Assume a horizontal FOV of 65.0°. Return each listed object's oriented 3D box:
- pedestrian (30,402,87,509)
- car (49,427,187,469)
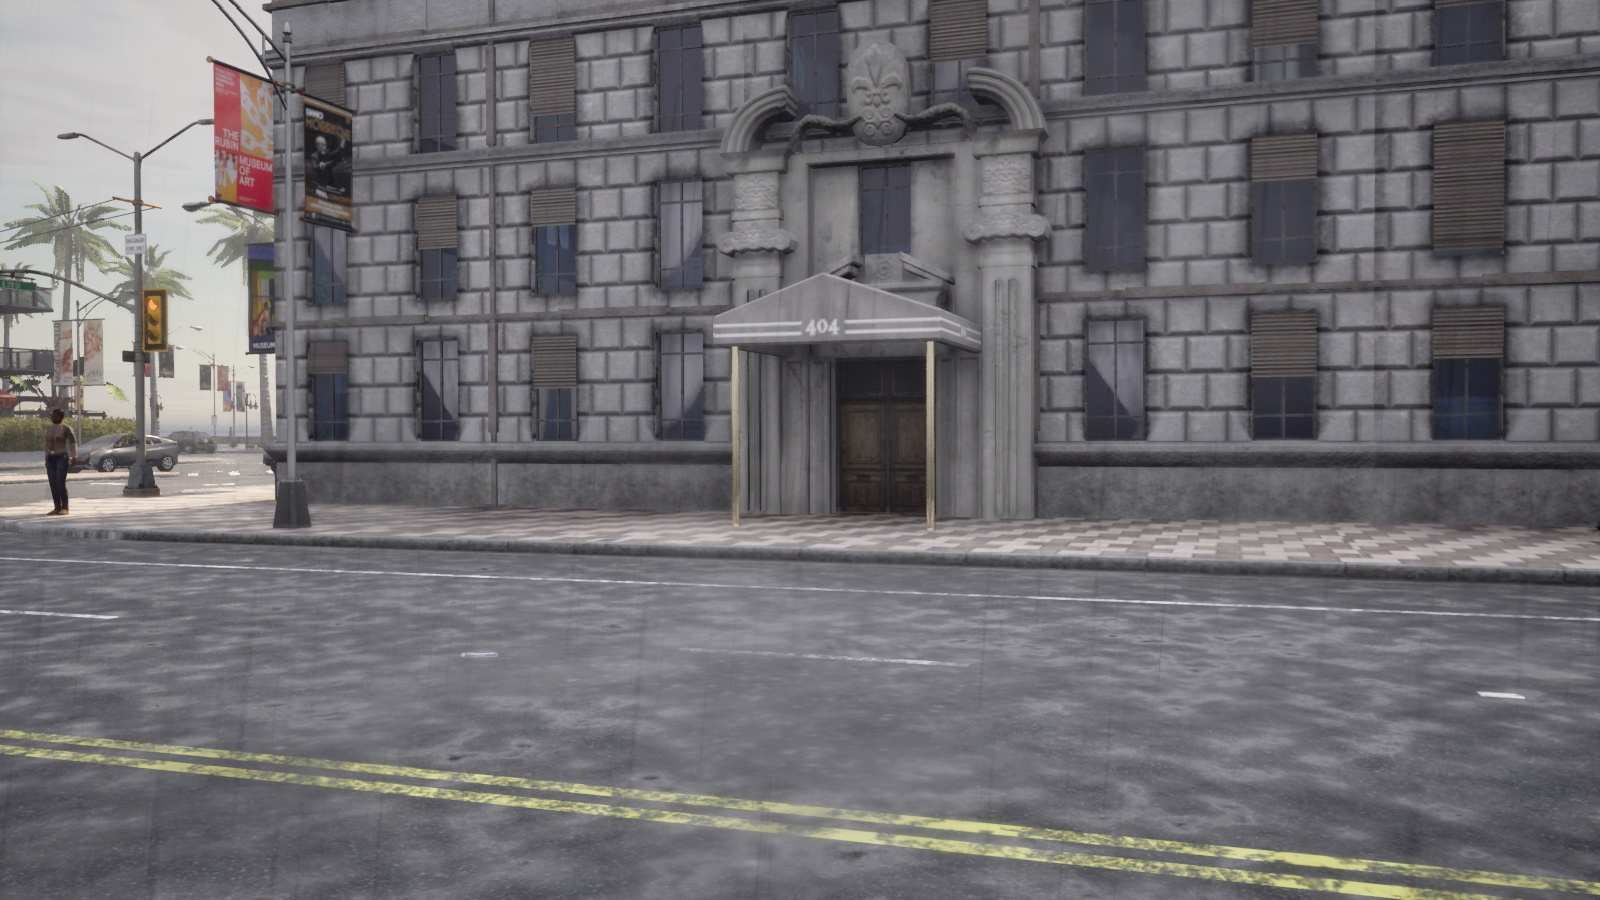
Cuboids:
[{"bbox_3d":[-12.728,0.090,21.561,0.328,1.805,0.869,0,1,12],"label":"pedestrian"},{"bbox_3d":[-26.233,-0.102,48.491,2.007,1.525,4.514,1,1,19],"label":"car"}]
